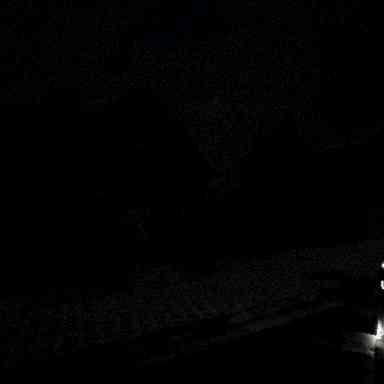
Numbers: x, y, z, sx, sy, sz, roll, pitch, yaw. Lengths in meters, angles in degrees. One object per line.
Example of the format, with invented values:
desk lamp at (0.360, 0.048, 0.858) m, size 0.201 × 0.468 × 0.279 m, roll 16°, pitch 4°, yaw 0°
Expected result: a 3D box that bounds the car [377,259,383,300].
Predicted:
car at (5.873, 1.359, 6.819) m, size 4.553 × 1.767 × 2.097 m, roll 0°, pitch 0°, yaw -32°
